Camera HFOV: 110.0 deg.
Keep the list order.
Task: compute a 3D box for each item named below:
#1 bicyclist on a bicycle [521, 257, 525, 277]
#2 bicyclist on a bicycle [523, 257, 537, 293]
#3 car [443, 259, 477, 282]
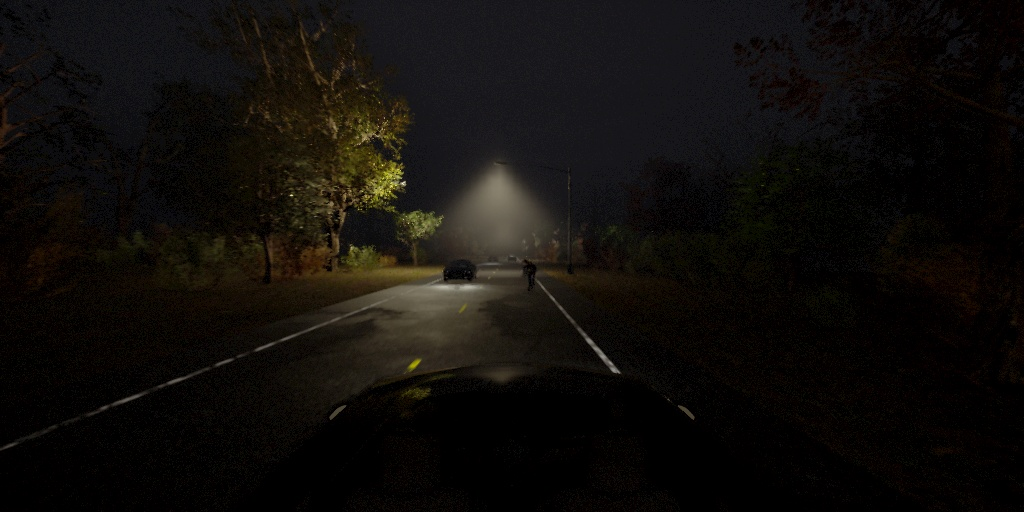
[{"bbox_3d":[0.968,0.914,26.715,0.582,1.620,1.656,0,0,0],"label":"bicyclist on a bicycle"},{"bbox_3d":[0.966,1.017,17.713,0.582,1.620,1.656,0,0,0],"label":"bicyclist on a bicycle"},{"bbox_3d":[-3.578,0.954,25.381,1.882,1.535,5.008,0,1,0],"label":"car"}]
